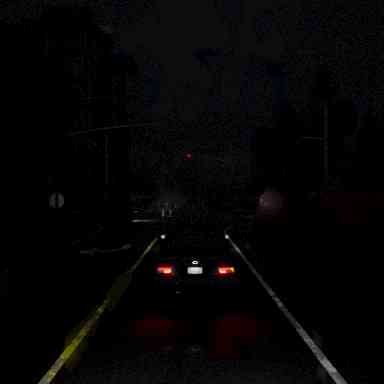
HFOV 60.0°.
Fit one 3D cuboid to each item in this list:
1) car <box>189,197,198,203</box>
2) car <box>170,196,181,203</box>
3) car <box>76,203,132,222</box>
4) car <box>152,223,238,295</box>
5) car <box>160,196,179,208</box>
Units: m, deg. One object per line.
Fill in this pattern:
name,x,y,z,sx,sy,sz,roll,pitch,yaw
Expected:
car,0.244,1.601,69.643,1.895,1.301,4.718,0,0,0
car,-3.359,1.547,68.884,2.033,1.411,5.357,0,0,0
car,-6.795,1.572,25.985,4.181,1.385,1.994,0,0,-2
car,0.077,1.547,8.870,2.033,1.411,5.357,0,0,0
car,-3.495,1.491,48.300,2.128,1.511,4.902,0,0,0
